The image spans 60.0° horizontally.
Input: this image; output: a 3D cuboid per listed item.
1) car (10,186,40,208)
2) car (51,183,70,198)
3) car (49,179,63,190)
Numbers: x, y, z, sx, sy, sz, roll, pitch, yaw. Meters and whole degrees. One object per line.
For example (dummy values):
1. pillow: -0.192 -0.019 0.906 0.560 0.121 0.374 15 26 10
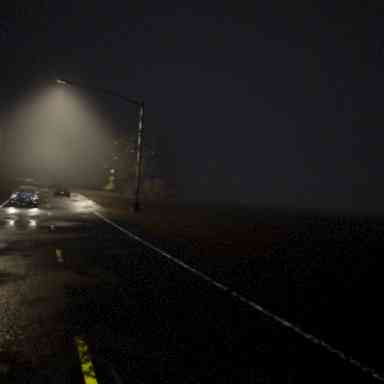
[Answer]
1. car: -14.433 0.313 28.885 2.097 1.767 4.553 4 1 -24
2. car: -17.278 -0.064 44.152 1.994 1.385 4.181 4 2 -24
3. car: -24.741 -1.399 60.663 2.150 2.045 5.566 4 1 -24
